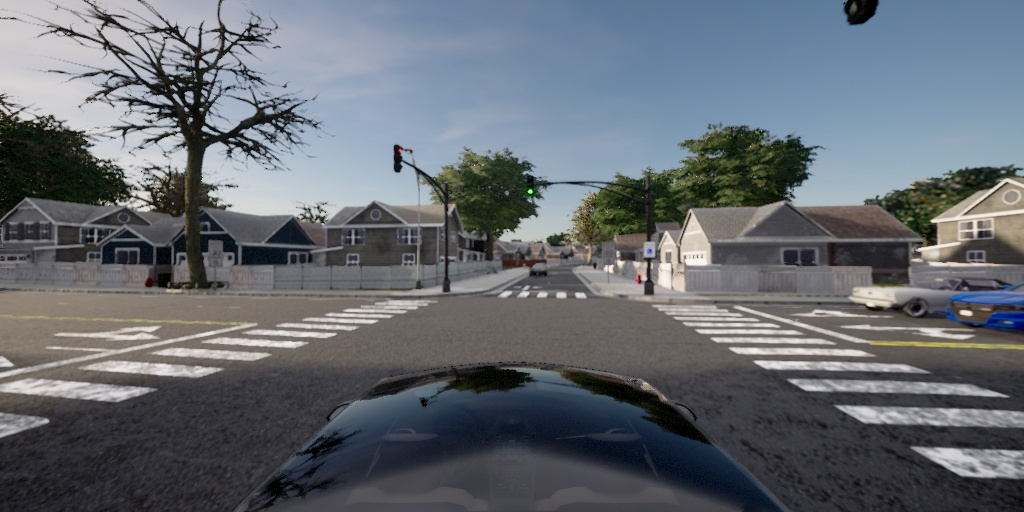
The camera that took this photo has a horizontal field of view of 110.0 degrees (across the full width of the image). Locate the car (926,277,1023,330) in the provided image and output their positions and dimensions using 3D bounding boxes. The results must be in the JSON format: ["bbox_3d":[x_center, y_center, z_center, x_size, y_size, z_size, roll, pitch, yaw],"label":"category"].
[{"bbox_3d":[14.238,1.187,8.909,5.008,1.535,1.882,0,-1,9],"label":"car"}]

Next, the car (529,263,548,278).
[{"bbox_3d":[2.923,1.517,38.834,1.882,1.535,5.008,0,0,8],"label":"car"}]

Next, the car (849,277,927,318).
[{"bbox_3d":[14.634,1.359,12.136,4.718,1.301,1.895,0,-1,9],"label":"car"}]
